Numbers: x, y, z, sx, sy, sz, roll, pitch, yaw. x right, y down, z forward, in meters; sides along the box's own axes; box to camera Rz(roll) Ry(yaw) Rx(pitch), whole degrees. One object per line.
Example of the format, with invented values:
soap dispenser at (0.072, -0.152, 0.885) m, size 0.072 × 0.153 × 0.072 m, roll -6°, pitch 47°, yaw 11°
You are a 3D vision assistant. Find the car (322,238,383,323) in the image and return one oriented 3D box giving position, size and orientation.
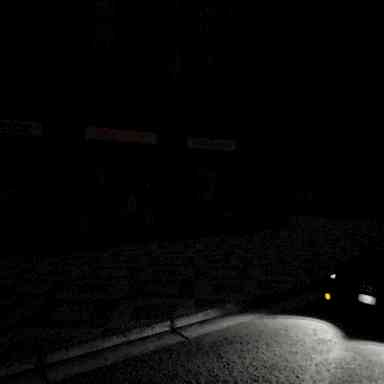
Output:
car at (4.463, 1.561, 6.554) m, size 4.181 × 1.385 × 1.994 m, roll 0°, pitch 0°, yaw -35°
